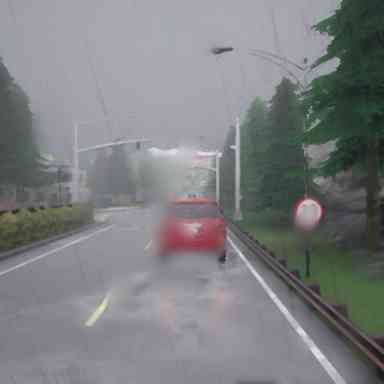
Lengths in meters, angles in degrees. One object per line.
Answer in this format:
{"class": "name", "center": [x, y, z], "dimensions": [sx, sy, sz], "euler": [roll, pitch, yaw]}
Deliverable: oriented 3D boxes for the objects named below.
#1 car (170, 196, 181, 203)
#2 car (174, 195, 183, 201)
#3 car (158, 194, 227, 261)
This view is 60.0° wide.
{"class": "car", "center": [-3.500, 1.533, 70.948], "dimensions": [1.994, 1.385, 4.181], "euler": [0, 0, 0]}
{"class": "car", "center": [-3.500, 1.513, 86.590], "dimensions": [1.994, 1.385, 4.181], "euler": [0, 0, 0]}
{"class": "car", "center": [0.034, 1.220, 12.365], "dimensions": [2.150, 2.045, 5.566], "euler": [0, 0, 0]}
